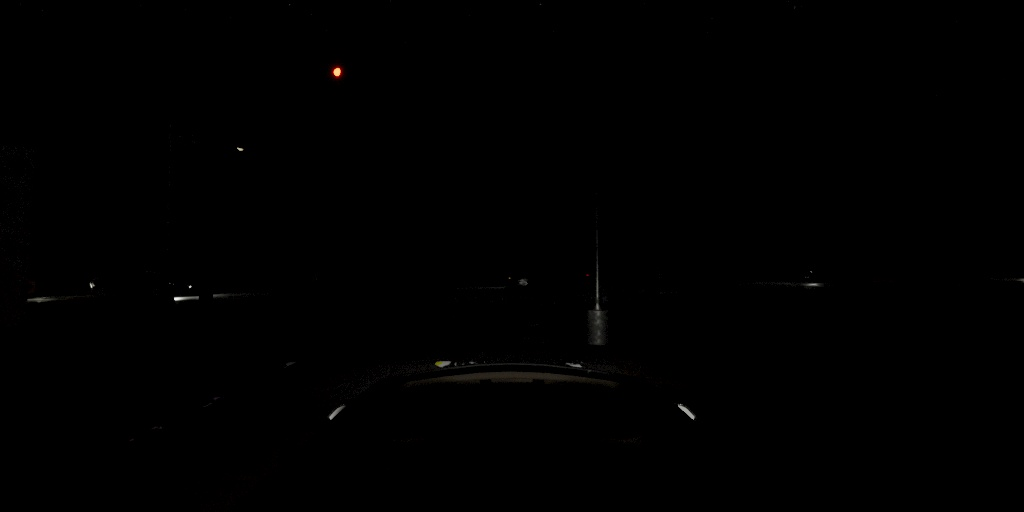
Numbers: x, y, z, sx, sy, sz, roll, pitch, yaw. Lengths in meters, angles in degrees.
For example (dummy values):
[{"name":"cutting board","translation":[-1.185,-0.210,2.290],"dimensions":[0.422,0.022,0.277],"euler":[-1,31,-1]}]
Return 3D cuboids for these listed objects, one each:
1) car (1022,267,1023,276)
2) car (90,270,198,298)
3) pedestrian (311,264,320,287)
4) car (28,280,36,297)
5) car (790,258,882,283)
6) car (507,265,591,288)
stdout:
[{"name":"car","translation":[36.636,0.556,23.370],"dimensions":[4.553,1.767,2.097],"euler":[-1,-2,1]},{"name":"car","translation":[-20.220,1.494,19.823],"dimensions":[4.892,1.490,1.837],"euler":[-1,-2,0]},{"name":"pedestrian","translation":[-15.055,1.466,27.413],"dimensions":[0.375,1.860,0.375],"euler":[0,-1,0]},{"name":"car","translation":[-29.645,1.582,19.851],"dimensions":[5.008,1.535,1.882],"euler":[-1,-2,0]},{"name":"car","translation":[21.035,0.924,23.419],"dimensions":[5.008,1.535,1.882],"euler":[-1,-2,0]},{"name":"car","translation":[2.361,1.304,23.462],"dimensions":[5.357,1.411,2.033],"euler":[-1,-2,0]}]
